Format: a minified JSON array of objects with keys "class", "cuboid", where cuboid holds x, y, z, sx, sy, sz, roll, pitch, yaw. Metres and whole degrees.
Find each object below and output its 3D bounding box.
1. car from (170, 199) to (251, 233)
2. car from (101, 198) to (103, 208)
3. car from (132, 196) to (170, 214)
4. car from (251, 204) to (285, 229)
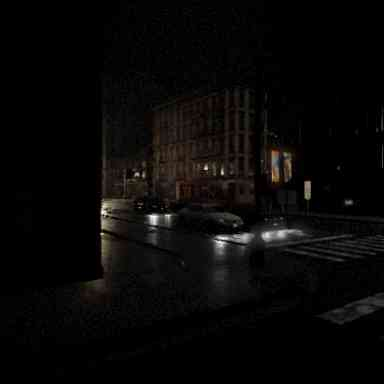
[{"class":"car","cuboid":[0.918,1.394,19.024,1.812,1.442,4.674,1,1,-35]},{"class":"car","cuboid":[-11.723,0.748,36.871,2.150,2.045,5.566,1,1,-35]},{"class":"car","cuboid":[-4.044,1.188,31.642,1.837,1.490,4.892,1,1,-35]},{"class":"car","cuboid":[3.280,1.432,21.306,2.033,1.411,5.357,1,1,-36]}]
